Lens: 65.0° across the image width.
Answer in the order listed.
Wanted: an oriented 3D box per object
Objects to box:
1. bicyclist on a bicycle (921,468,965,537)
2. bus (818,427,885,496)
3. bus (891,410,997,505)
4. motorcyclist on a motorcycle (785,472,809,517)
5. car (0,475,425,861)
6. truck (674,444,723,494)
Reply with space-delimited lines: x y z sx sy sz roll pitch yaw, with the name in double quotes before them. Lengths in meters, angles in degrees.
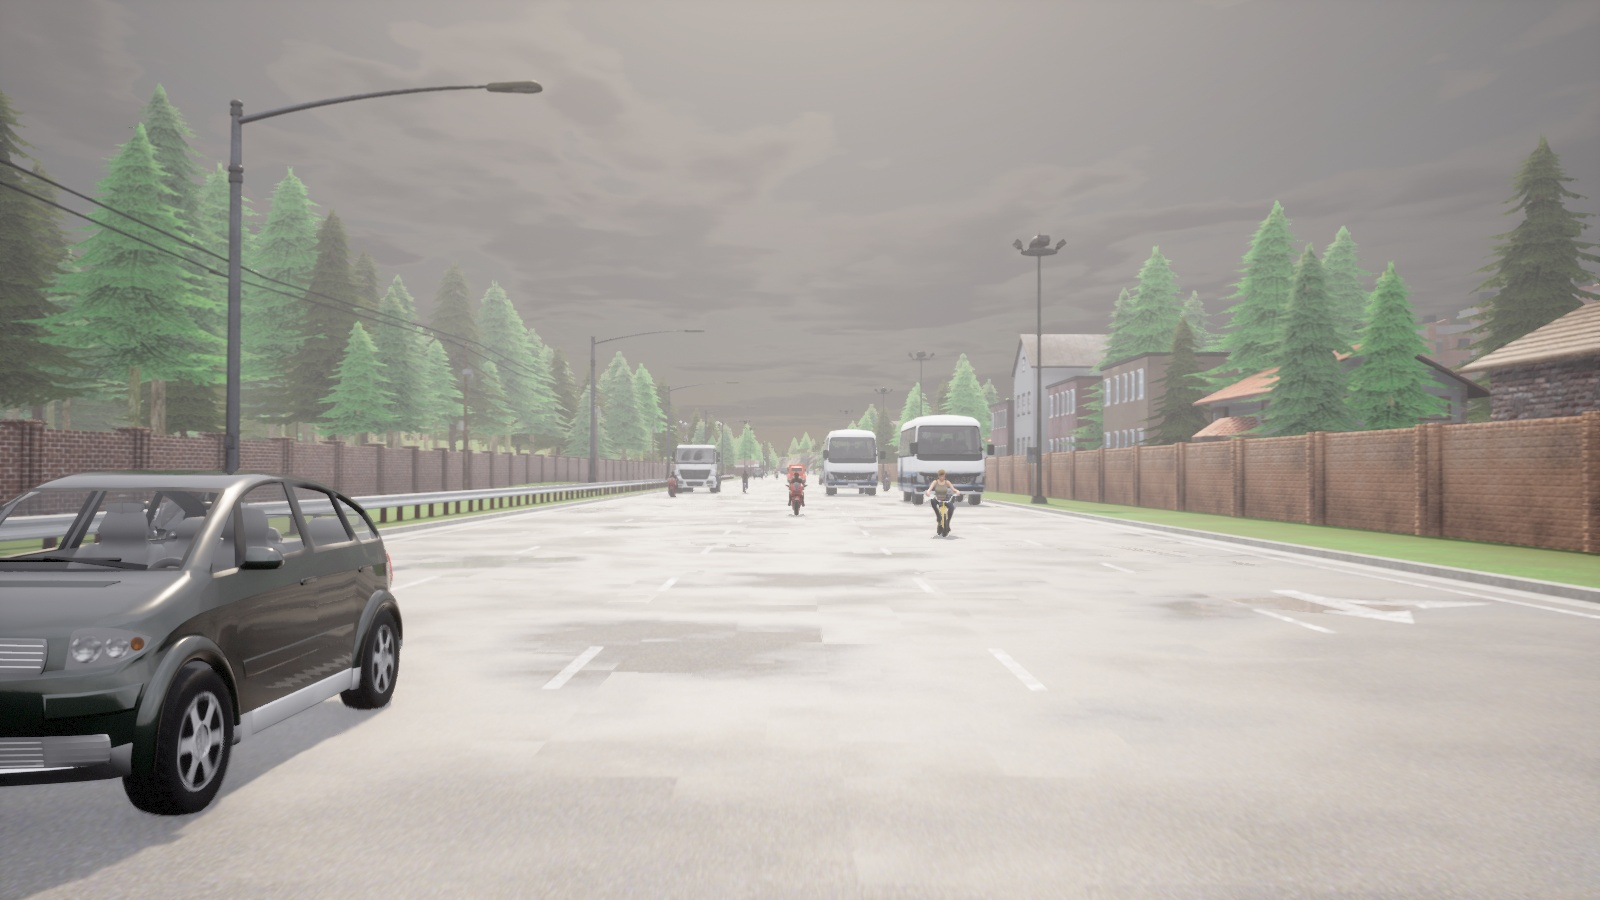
"bicyclist on a bicycle" 3.417 1.241 30.051 0.866 1.612 1.509 0 -1 0
"bus" 3.289 0.812 82.843 3.944 4.253 10.273 0 -1 0
"bus" 6.842 0.440 61.483 3.944 4.253 10.273 0 -1 0
"motorcyclist on a motorcycle" -0.110 1.534 44.028 0.797 1.523 2.044 0 -1 0
"car" -3.518 0.924 6.948 1.789 1.549 3.705 0 -1 0
"truck" -7.228 1.373 90.281 2.891 3.462 7.936 0 -1 0
